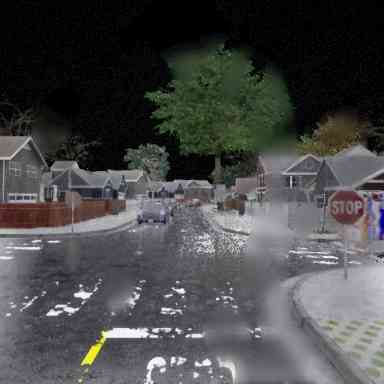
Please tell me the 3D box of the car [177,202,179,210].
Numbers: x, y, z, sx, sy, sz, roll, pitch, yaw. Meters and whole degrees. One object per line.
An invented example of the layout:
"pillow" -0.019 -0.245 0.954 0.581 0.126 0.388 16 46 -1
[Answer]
"car" -2.940 1.895 49.155 1.837 1.490 4.892 0 0 1

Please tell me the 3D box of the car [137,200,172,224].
"car" -2.913 1.487 25.738 2.097 1.767 4.553 0 -1 0

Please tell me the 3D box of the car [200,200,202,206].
"car" 0.738 2.097 67.207 1.882 1.535 5.008 0 -1 12

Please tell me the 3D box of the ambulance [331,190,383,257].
"ambulance" 8.612 1.229 11.932 6.366 2.431 2.351 1 -1 -1

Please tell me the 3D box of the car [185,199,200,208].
"car" -0.138 2.022 56.609 2.033 1.411 5.357 0 -1 1

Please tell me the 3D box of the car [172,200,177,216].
"car" -2.936 1.581 34.616 2.097 1.767 4.553 0 -1 0
